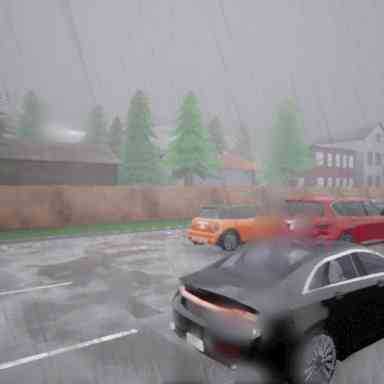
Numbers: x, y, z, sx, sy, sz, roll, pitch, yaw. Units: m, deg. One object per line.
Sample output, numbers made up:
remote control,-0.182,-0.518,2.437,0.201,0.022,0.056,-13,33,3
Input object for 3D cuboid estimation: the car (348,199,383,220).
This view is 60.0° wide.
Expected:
car,15.055,1.381,27.382,4.892,1.490,1.837,0,0,-36

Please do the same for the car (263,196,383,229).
car,5.339,1.172,11.854,5.566,2.045,2.150,0,0,-36

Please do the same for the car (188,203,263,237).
car,2.122,1.310,13.870,4.553,1.767,2.097,0,0,-35

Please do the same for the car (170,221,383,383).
car,2.005,1.472,5.177,4.902,1.511,2.128,0,0,-35
